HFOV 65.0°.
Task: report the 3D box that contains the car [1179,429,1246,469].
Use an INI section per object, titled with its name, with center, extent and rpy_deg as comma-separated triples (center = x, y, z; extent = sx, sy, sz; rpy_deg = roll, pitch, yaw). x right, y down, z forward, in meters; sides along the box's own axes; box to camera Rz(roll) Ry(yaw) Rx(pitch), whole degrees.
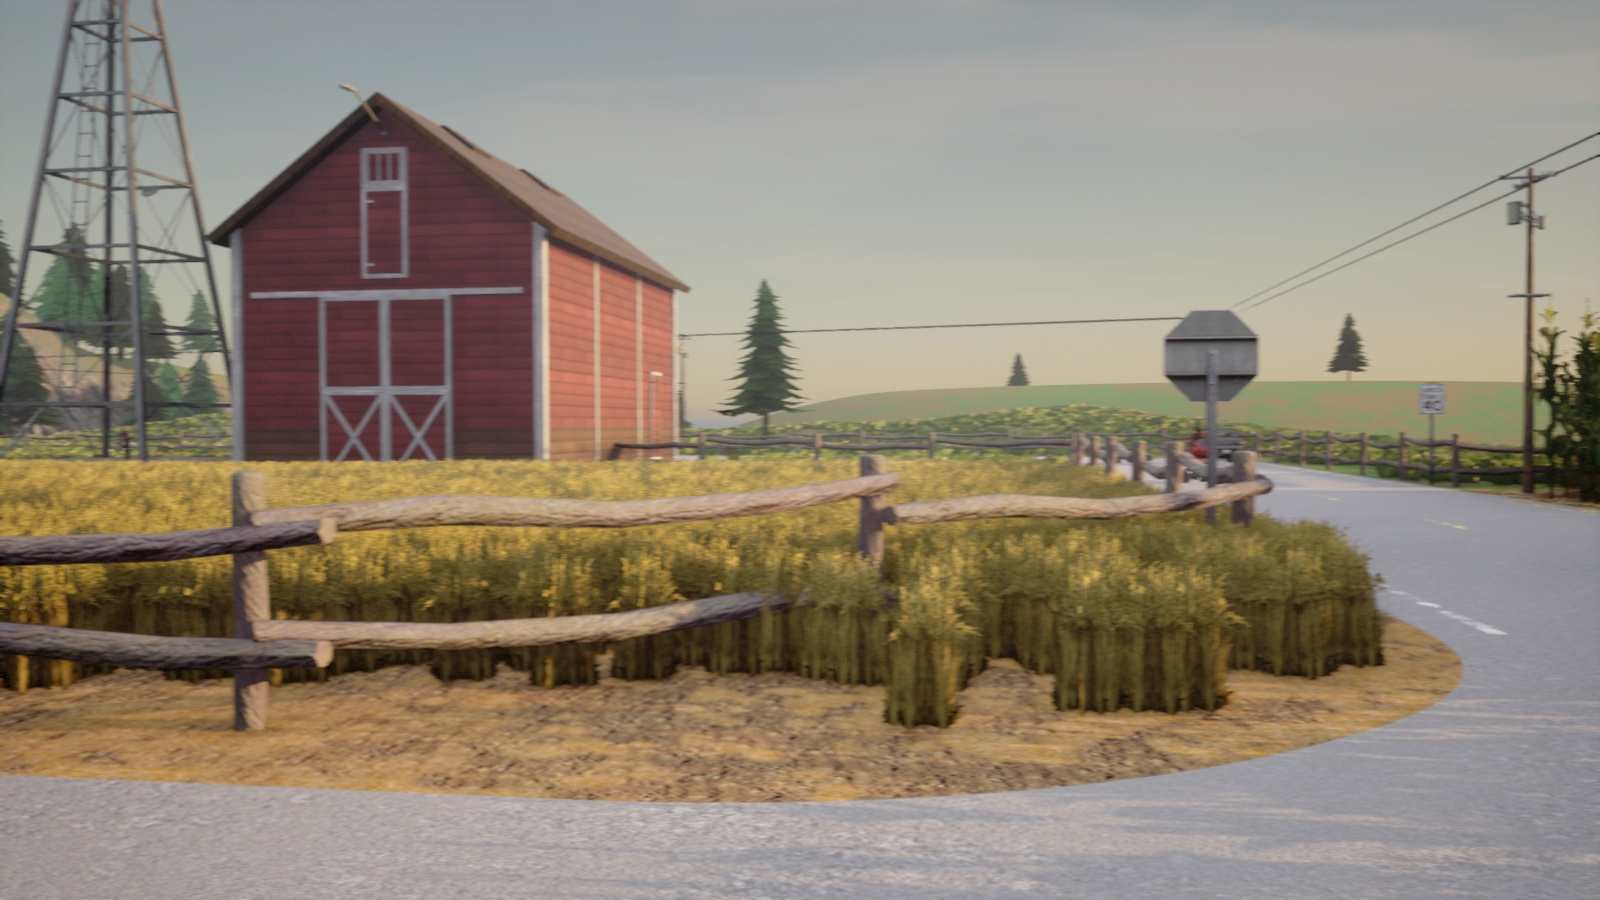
[car]
center = 16.268, -0.076, 49.670
extent = 1.816, 1.474, 4.193
rpy_deg = 0, 1, 8

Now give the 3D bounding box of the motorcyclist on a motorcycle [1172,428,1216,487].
[motorcyclist on a motorcycle]
center = 10.540, 0.185, 33.645
extent = 0.797, 1.523, 2.044
rpy_deg = 0, 1, 9
